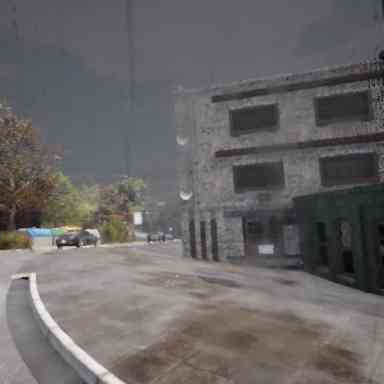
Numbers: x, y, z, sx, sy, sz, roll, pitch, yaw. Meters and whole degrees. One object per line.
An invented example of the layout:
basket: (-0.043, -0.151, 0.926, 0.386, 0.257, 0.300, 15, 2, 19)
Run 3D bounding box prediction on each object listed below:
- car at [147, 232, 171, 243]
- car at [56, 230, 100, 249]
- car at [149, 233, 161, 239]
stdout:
car: (-4.858, 6.225, 45.958, 2.128, 1.511, 4.902, -4, -8, 7)
car: (-9.003, 3.750, 26.476, 1.812, 1.442, 4.674, -4, -8, 9)
car: (-9.096, 10.737, 81.413, 1.994, 1.385, 4.181, -2, -5, -19)
